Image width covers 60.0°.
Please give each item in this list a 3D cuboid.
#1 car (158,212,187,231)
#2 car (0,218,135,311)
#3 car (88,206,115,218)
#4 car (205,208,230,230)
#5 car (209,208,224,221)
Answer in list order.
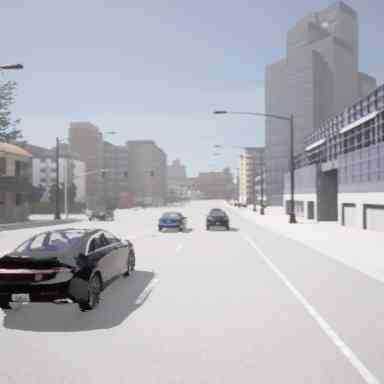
[{"bbox_3d":[-1.493,2.292,26.347,2.033,1.411,5.357,0,-2,4],"label":"car"},{"bbox_3d":[-2.732,1.622,8.045,2.128,1.511,4.902,0,-1,4],"label":"car"},{"bbox_3d":[-11.131,2.591,40.925,2.097,1.767,4.553,0,-2,4],"label":"car"},{"bbox_3d":[2.080,2.261,27.247,2.128,1.511,4.902,0,-2,4],"label":"car"},{"bbox_3d":[3.049,2.771,41.603,1.837,1.490,4.892,0,-1,4],"label":"car"}]
